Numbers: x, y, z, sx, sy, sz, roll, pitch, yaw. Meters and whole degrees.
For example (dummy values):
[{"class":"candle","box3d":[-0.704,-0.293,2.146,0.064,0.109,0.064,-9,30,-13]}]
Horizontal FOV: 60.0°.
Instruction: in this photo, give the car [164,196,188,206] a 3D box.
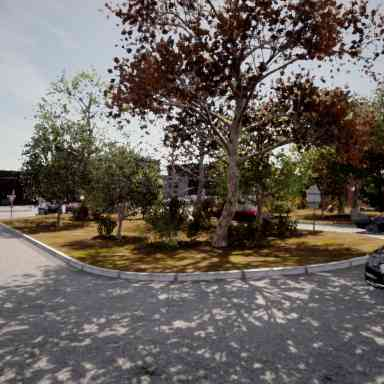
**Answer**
[{"class":"car","box3d":[-1.868,1.999,58.372,4.892,1.490,1.837,0,0,-36]}]

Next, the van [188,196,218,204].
[{"class":"van","box3d":[1.870,1.756,55.053,1.878,1.987,4.442,1,0,-36]}]

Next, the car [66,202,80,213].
[{"class":"car","box3d":[-14.968,2.069,42.849,2.002,1.452,4.674,-1,0,-36]}]

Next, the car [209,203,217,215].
[{"class":"car","box3d":[3.351,2.306,36.747,2.033,1.411,5.357,3,-2,-35]}]

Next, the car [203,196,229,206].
[{"class":"car","box3d":[5.184,1.889,72.370,2.435,2.045,5.566,1,-1,-36]}]

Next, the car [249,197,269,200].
[{"class":"car","box3d":[10.996,1.861,61.501,2.435,2.045,5.566,1,-1,-36]}]

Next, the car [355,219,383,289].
[{"class":"car","box3d":[6.087,1.525,8.038,4.902,1.511,2.128,1,0,-36]}]

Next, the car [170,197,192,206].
[{"class":"car","box3d":[-2.307,1.884,66.977,2.185,1.767,4.553,1,0,-36]}]

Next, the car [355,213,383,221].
[{"class":"car","box3d":[12.454,1.929,19.762,4.718,1.301,1.895,-1,-3,43]}]

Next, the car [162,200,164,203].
[{"class":"car","box3d":[-4.803,1.983,65.449,1.946,1.575,5.366,1,0,-36]}]

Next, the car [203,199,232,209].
[{"class":"car","box3d":[4.314,2.001,56.437,1.946,1.575,5.366,1,0,-36]}]

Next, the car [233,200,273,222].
[{"class":"car","box3d":[4.871,1.879,29.134,2.097,1.767,4.553,3,-3,-35]}]

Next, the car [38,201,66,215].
[{"class":"car","box3d":[-17.518,1.931,40.962,2.185,1.767,4.553,-1,0,-35]}]

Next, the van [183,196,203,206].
[{"class":"van","box3d":[0.210,1.820,68.680,1.878,1.987,4.442,1,-1,-36]}]
